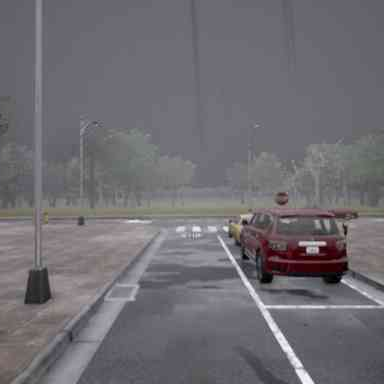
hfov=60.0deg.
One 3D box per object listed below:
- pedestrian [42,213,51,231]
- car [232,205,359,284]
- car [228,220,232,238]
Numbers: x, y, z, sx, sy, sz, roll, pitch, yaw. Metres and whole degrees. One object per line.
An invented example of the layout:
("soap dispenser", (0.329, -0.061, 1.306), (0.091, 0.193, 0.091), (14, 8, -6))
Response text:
("pedestrian", (-8.405, 1.695, 19.164), (0.500, 1.100, 0.500), (0, 0, 0))
("car", (2.645, 1.362, 9.669), (2.192, 1.841, 5.009), (0, 0, 0))
("car", (2.651, 1.600, 15.384), (1.752, 1.417, 4.829), (0, 0, 0))
